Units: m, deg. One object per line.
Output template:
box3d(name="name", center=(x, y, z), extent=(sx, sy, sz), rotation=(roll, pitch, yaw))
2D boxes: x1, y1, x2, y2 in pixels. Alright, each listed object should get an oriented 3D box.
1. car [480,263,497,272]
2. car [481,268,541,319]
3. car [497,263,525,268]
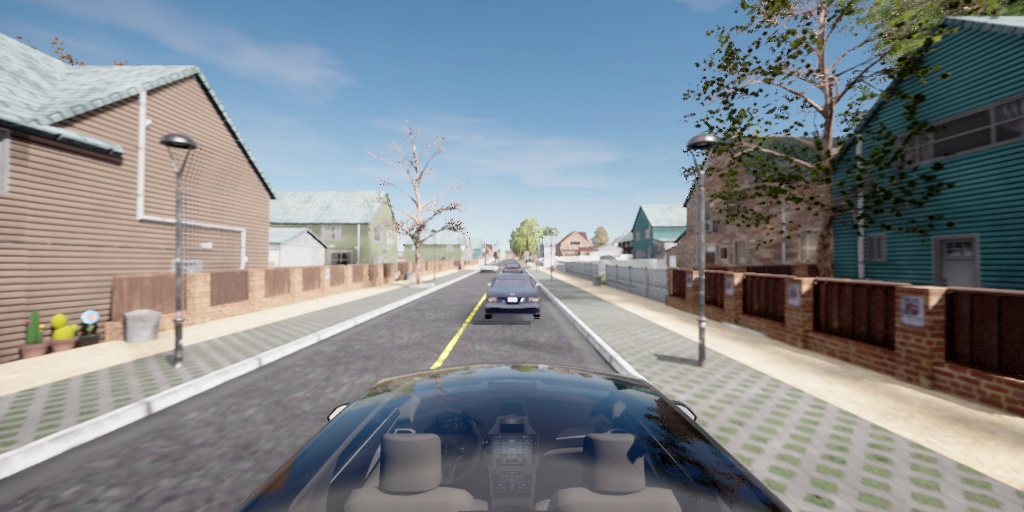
box3d(name="car", center=(-2.818, 1.477, 44.575), extent=(1.895, 1.301, 4.718), rotation=(0, 0, 0))
box3d(name="car", center=(0.041, 1.333, 13.031), extent=(2.033, 1.411, 5.357), rotation=(0, 0, 1))
box3d(name="car", center=(0.064, 1.332, 31.560), extent=(2.128, 1.511, 4.902), rotation=(0, 0, 0))
